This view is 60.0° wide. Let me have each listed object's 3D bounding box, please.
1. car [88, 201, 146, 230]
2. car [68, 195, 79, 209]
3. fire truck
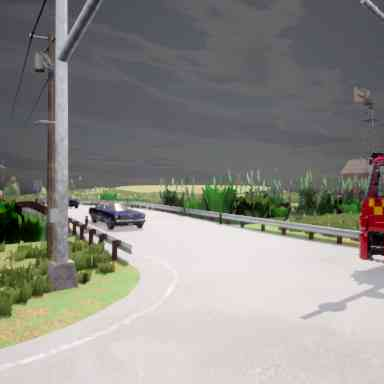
[{"bbox_3d":[-4.335,1.245,18.908,1.895,1.301,4.718,0,3,-33],"label":"car"},{"bbox_3d":[-11.980,0.914,31.321,1.895,1.301,4.718,0,0,-31],"label":"car"},{"bbox_3d":[8.244,0.376,6.846,2.891,3.827,8.468,0,0,-35],"label":"fire truck"}]
